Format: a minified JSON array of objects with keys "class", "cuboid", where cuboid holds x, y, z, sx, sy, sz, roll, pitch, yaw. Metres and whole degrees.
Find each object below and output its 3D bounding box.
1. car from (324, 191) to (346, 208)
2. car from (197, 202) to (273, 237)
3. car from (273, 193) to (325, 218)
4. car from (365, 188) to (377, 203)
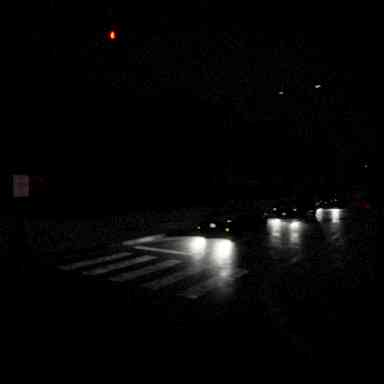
[{"class":"car","cuboid":[13.455,0.678,31.971,1.837,1.490,4.892,0,1,35]},{"class":"car","cuboid":[2.013,1.204,15.892,1.994,1.385,4.181,0,1,35]},{"class":"car","cuboid":[7.435,0.962,23.516,2.033,1.411,5.357,0,1,35]},{"class":"car","cuboid":[21.171,0.190,37.749,2.150,2.045,5.566,0,1,36]}]
